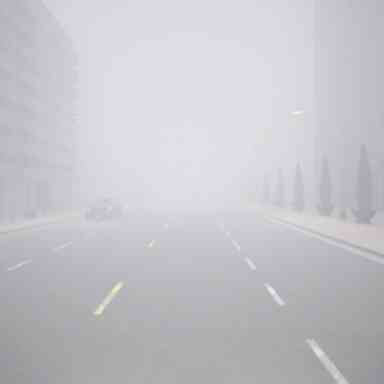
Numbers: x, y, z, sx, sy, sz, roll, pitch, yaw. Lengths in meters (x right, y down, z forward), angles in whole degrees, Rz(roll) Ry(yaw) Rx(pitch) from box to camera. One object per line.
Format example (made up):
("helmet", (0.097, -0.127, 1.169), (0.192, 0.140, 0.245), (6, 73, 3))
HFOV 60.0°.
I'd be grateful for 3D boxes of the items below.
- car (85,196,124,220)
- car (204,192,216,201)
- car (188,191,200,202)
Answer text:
("car", (-6.914, 1.232, 26.704), (2.097, 1.767, 4.553), (0, 0, 1))
("car", (3.888, 1.161, 68.269), (1.812, 1.442, 4.674), (0, 0, 0))
("car", (0.384, 0.879, 67.903), (2.150, 2.045, 5.566), (0, 0, 0))
